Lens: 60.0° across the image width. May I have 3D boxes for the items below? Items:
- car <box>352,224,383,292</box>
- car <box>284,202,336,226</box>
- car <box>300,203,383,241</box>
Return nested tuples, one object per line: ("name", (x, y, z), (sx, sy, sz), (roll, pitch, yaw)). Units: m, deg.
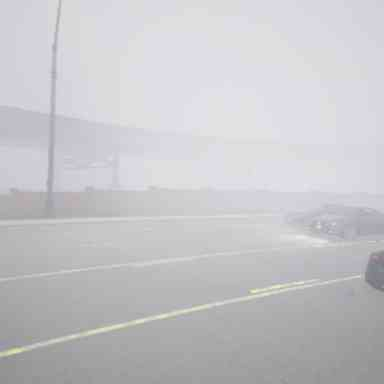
("car", (5.807, 1.501, 7.235), (4.181, 1.385, 1.994), (0, 1, -28))
("car", (7.643, 1.307, 19.395), (4.674, 1.442, 1.812), (1, 1, -19))
("car", (7.563, 1.397, 15.612), (4.181, 1.385, 1.994), (1, 1, -20))
